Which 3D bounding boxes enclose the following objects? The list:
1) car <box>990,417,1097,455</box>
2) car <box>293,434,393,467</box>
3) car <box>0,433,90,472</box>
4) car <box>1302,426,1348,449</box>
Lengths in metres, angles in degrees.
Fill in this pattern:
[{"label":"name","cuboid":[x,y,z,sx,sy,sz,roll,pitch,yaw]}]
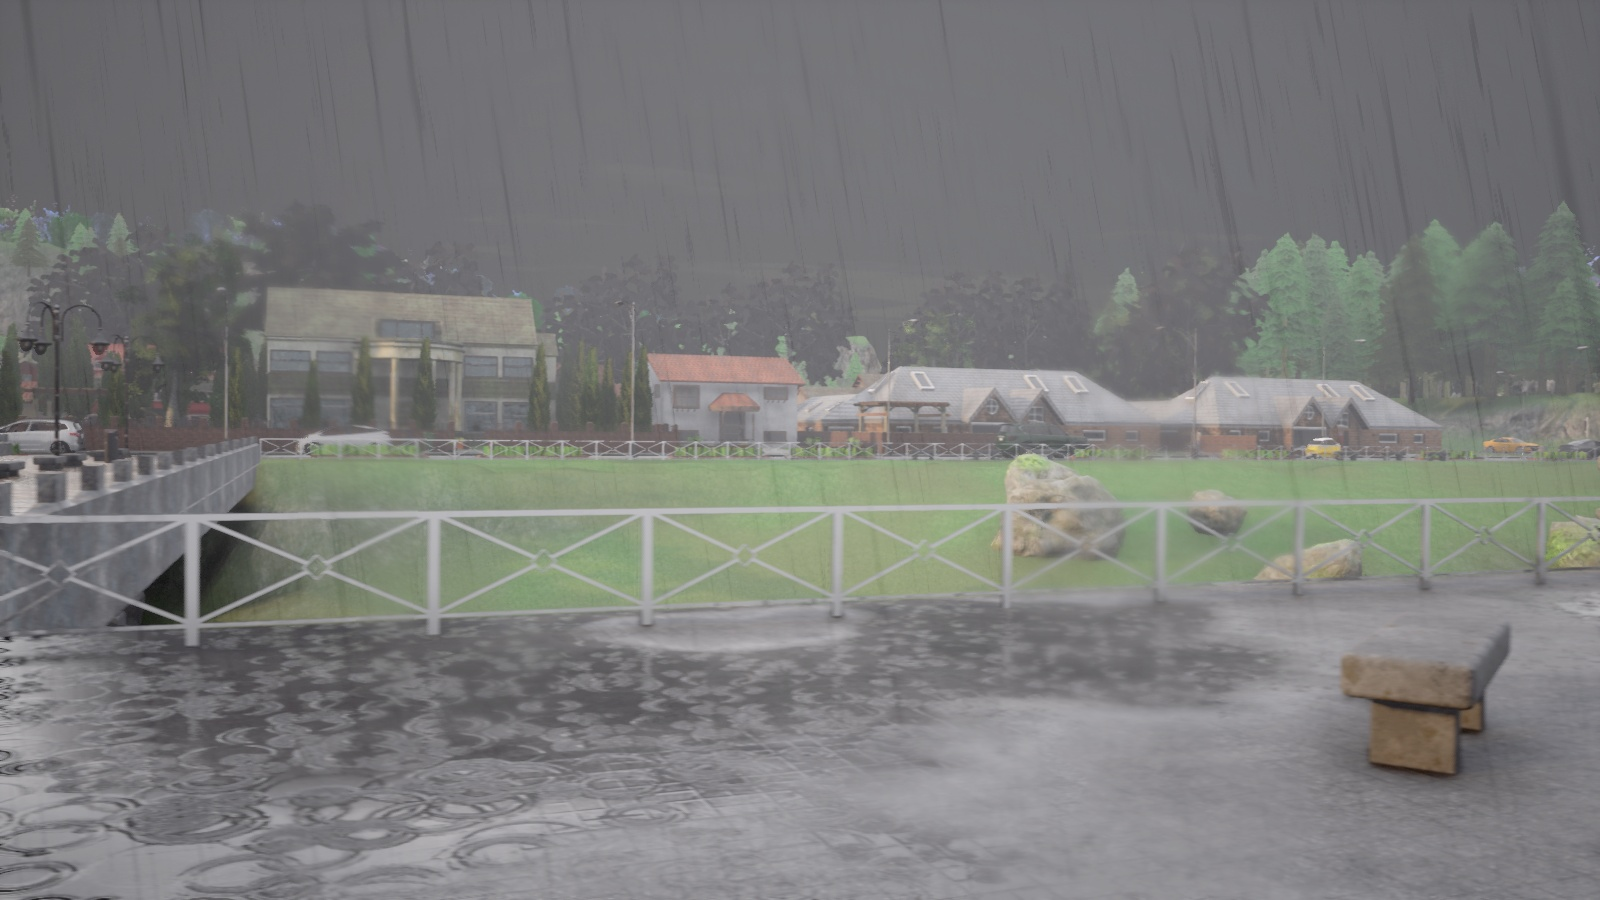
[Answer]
[{"label":"car","cuboid":[13.700,-0.781,70.655,5.566,2.045,2.150,-1,1,-21]},{"label":"car","cuboid":[-22.276,-0.012,61.286,4.514,1.525,2.007,-1,1,-21]},{"label":"car","cuboid":[-34.810,0.099,56.530,4.611,1.667,2.242,-1,1,-21]},{"label":"car","cuboid":[32.516,-0.765,77.798,2.207,1.376,1.481,-1,1,-21]}]
